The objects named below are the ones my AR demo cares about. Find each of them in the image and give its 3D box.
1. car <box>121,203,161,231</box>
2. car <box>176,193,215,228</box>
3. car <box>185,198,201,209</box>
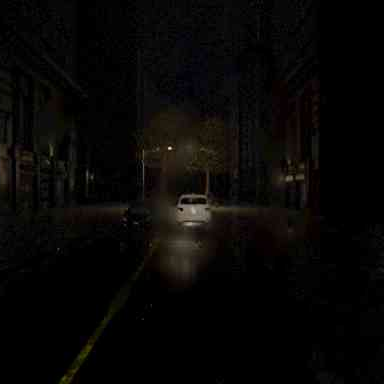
[{"bbox_3d":[-3.083,1.450,20.828,1.882,1.535,5.008,0,0,0],"label":"car"},{"bbox_3d":[0.102,1.192,22.305,2.150,2.045,5.566,0,0,0],"label":"car"},{"bbox_3d":[0.101,1.510,44.594,1.994,1.385,4.181,0,0,0],"label":"car"}]
